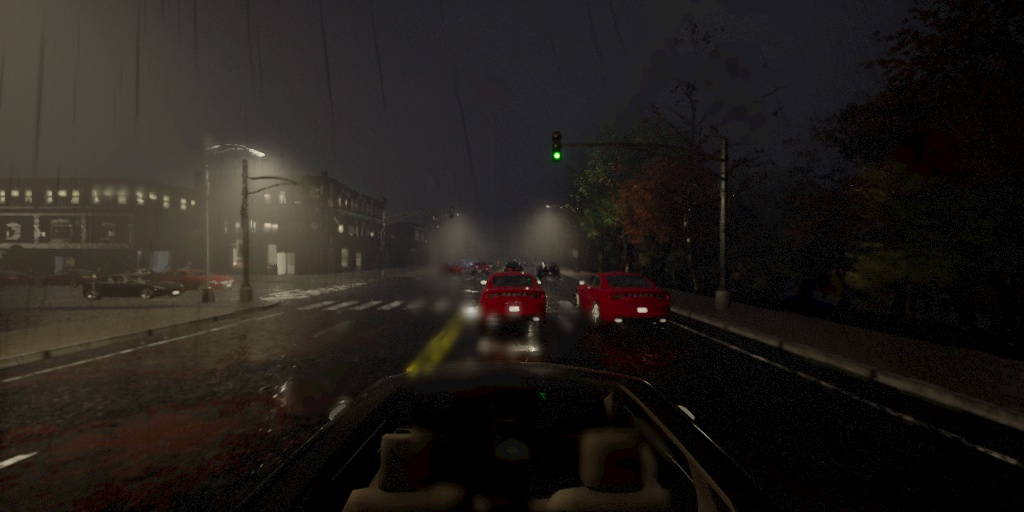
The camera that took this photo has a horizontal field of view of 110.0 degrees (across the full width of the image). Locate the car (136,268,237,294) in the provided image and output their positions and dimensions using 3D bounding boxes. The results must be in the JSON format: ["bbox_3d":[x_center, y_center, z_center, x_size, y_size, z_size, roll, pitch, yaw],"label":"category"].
[{"bbox_3d":[-19.331,1.530,21.679,4.674,1.442,1.812,-1,0,1],"label":"car"}]

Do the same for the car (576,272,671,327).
[{"bbox_3d":[3.352,1.246,11.704,1.882,1.535,5.008,0,0,0],"label":"car"}]

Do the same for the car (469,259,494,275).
[{"bbox_3d":[-3.342,1.341,39.510,1.812,1.442,4.674,0,0,0],"label":"car"}]

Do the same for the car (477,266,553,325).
[{"bbox_3d":[-0.026,1.246,11.897,1.882,1.535,5.008,0,0,-2],"label":"car"}]

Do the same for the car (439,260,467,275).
[{"bbox_3d":[-6.593,1.416,39.296,1.895,1.301,4.718,0,0,3],"label":"car"}]

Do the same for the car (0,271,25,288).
[{"bbox_3d":[-39.351,1.768,27.504,4.207,1.307,1.802,0,0,0],"label":"car"}]

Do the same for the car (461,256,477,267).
[{"bbox_3d":[-6.544,1.064,55.683,2.150,2.045,5.566,0,0,0],"label":"car"}]

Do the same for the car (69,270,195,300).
[{"bbox_3d":[-19.948,1.599,18.979,4.313,1.339,1.948,0,0,0],"label":"car"}]

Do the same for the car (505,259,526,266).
[{"bbox_3d":[0.099,1.311,33.950,1.837,1.490,4.892,0,0,0],"label":"car"}]

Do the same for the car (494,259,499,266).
[{"bbox_3d":[-3.319,1.343,52.928,1.837,1.490,4.892,0,-1,0],"label":"car"}]

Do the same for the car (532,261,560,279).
[{"bbox_3d":[3.349,1.297,33.679,2.128,1.511,4.902,0,0,0],"label":"car"}]

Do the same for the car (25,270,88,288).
[{"bbox_3d":[-33.816,1.705,27.497,4.207,1.307,1.802,0,0,0],"label":"car"}]
